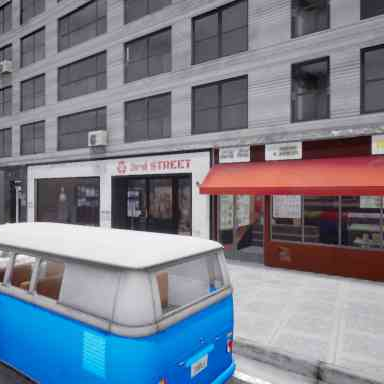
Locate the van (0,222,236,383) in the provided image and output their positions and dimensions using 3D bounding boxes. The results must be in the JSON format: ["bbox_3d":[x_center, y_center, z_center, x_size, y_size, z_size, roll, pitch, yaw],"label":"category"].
[{"bbox_3d":[-1.434,1.341,4.110,3.998,1.788,1.690,0,0,36],"label":"van"}]
